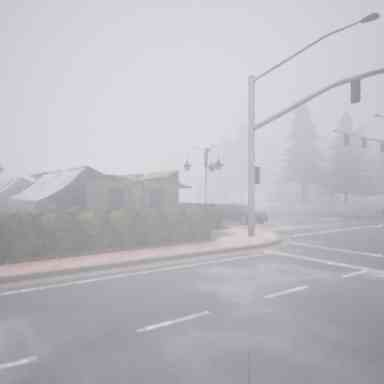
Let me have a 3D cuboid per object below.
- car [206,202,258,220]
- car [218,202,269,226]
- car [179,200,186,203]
[{"bbox_3d":[3.510,1.661,30.089,1.895,1.301,4.718,0,0,-37],"label":"car"},{"bbox_3d":[3.399,1.555,24.407,1.837,1.490,4.892,0,0,-37],"label":"car"},{"bbox_3d":[-1.955,1.551,37.358,2.128,1.511,4.902,0,0,-37],"label":"car"}]
